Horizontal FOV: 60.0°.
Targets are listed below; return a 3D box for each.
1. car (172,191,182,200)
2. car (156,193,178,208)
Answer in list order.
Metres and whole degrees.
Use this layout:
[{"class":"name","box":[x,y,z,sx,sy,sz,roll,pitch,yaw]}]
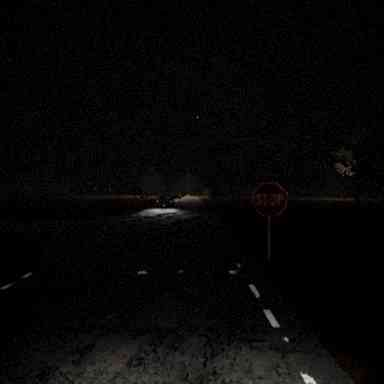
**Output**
[{"class":"car","box":[-3.029,0.628,63.974,1.882,1.535,5.008,0,1,0]},{"class":"car","box":[-2.911,1.064,36.795,1.895,1.301,4.718,0,1,0]}]
